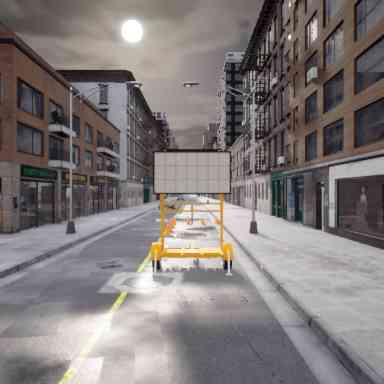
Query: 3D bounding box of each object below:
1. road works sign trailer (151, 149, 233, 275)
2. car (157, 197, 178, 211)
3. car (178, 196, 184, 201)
[{"bbox_3d":[0.004,0.467,10.393,2.380,3.560,2.880,0,0,0],"label":"road works sign trailer"},{"bbox_3d":[-3.083,1.562,41.402,1.812,1.442,4.674,0,0,0],"label":"car"},{"bbox_3d":[-2.964,1.672,86.001,2.033,1.411,5.357,0,0,0],"label":"car"}]
